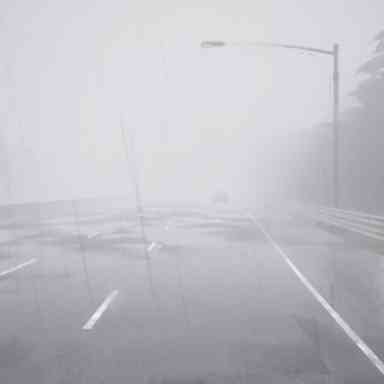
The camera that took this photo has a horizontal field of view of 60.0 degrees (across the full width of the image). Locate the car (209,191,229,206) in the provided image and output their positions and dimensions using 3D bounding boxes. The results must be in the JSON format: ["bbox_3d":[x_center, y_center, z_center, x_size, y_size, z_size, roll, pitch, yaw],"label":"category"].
[{"bbox_3d":[4.085,0.836,48.673,2.150,2.045,5.566,0,1,1],"label":"car"}]

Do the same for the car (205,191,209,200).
[{"bbox_3d":[4.375,0.976,68.863,1.994,1.385,4.181,0,1,1],"label":"car"}]

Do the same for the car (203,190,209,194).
[{"bbox_3d":[4.653,0.428,88.377,2.097,1.767,4.553,0,1,1],"label":"car"}]
